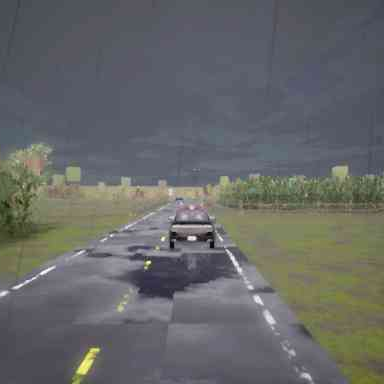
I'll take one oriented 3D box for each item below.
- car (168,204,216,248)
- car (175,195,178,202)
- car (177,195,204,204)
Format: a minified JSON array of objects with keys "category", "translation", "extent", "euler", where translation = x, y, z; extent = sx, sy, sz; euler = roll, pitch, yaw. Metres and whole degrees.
[{"category":"car","translation":[0.000,1.492,14.649],"extent":[2.128,1.511,4.902],"euler":[0,0,0]},{"category":"car","translation":[-2.750,1.434,75.713],"extent":[2.033,1.411,5.357],"euler":[0,0,0]},{"category":"car","translation":[0.000,1.360,29.620],"extent":[2.097,1.767,4.553],"euler":[0,0,0]}]
